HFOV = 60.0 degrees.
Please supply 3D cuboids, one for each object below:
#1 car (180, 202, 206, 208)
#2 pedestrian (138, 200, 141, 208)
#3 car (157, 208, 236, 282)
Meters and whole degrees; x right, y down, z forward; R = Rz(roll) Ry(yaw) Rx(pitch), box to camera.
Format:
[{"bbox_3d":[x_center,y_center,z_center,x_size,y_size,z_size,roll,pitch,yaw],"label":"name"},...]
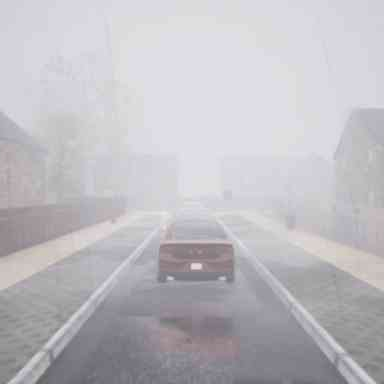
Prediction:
[{"bbox_3d":[0.102,1.463,25.029,1.812,1.442,4.674,0,0,0],"label":"car"},{"bbox_3d":[-6.712,1.250,42.573,0.375,1.860,0.375,0,-1,1],"label":"pedestrian"},{"bbox_3d":[0.100,1.454,9.700,1.882,1.535,5.008,0,0,0],"label":"car"}]
